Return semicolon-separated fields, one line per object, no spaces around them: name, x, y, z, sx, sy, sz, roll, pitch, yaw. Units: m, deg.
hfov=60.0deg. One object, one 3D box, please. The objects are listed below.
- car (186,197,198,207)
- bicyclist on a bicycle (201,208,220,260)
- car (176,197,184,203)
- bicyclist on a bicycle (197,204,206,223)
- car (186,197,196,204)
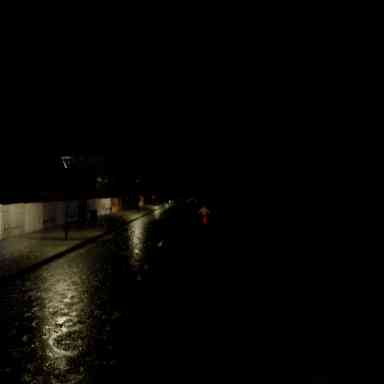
car;-0.007;1.770;57.382;1.812;1.442;4.674;0;0;0
bicyclist on a bicycle;0.737;1.499;11.715;0.582;1.620;1.656;0;-1;0
car;-2.886;1.948;79.263;1.895;1.301;4.718;0;0;0
bicyclist on a bicycle;0.741;1.516;20.168;0.866;1.612;1.509;0;0;0
car;-0.127;1.850;73.648;2.128;1.511;4.902;0;0;0
